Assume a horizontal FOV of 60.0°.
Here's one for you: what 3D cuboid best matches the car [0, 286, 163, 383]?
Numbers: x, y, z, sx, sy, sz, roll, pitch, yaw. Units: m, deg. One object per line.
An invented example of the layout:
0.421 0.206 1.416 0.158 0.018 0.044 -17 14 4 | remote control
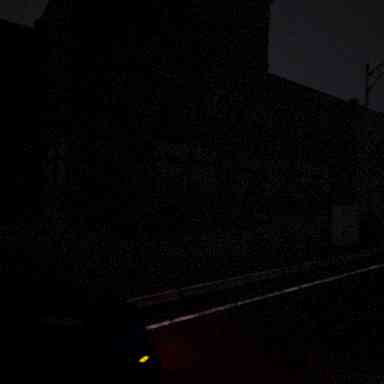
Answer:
-2.426 1.524 2.261 4.674 1.442 1.812 0 0 -36 | car
